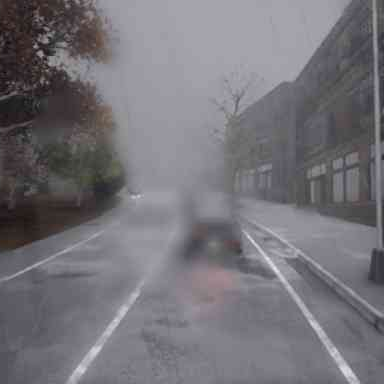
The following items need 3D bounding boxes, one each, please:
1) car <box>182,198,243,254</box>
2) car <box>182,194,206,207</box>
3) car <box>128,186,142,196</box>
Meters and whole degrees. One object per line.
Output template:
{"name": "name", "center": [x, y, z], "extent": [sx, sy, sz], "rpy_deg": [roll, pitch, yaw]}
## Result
{"name": "car", "center": [0.731, 1.220, 12.150], "extent": [1.837, 1.490, 4.892], "rpy_deg": [1, 2, 2]}
{"name": "car", "center": [0.294, 0.863, 27.430], "extent": [1.994, 1.385, 4.181], "rpy_deg": [1, 2, -5]}
{"name": "car", "center": [-9.726, -0.203, 56.894], "extent": [2.128, 1.511, 4.902], "rpy_deg": [2, 1, -19]}
